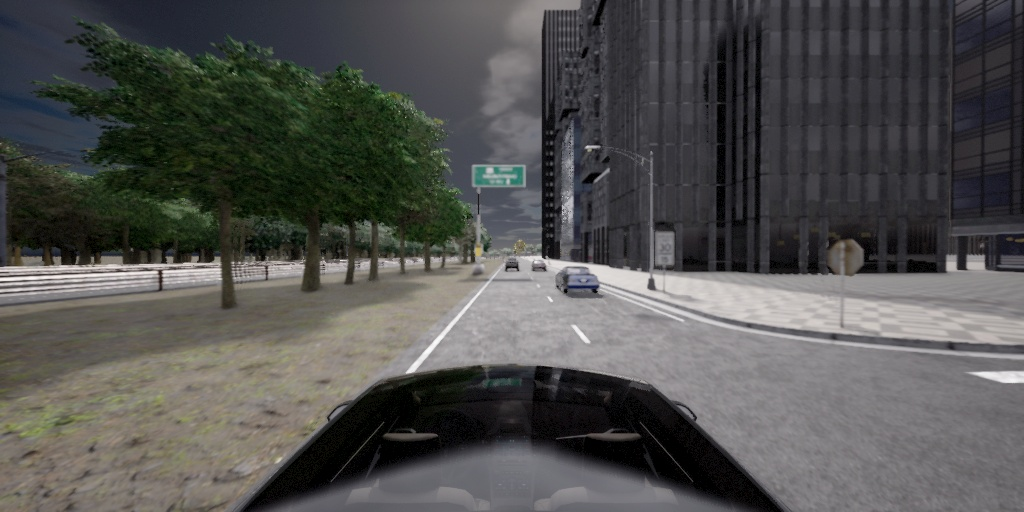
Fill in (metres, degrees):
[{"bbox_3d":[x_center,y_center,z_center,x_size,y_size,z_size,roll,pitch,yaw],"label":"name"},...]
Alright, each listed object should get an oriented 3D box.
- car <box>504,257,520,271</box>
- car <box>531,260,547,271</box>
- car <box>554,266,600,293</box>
[{"bbox_3d":[0.010,1.181,46.698,1.837,1.490,4.892,0,0,0],"label":"car"},{"bbox_3d":[3.512,1.223,47.108,2.033,1.411,5.357,0,0,0],"label":"car"},{"bbox_3d":[3.604,1.278,20.547,2.033,1.411,5.357,0,0,0],"label":"car"}]
